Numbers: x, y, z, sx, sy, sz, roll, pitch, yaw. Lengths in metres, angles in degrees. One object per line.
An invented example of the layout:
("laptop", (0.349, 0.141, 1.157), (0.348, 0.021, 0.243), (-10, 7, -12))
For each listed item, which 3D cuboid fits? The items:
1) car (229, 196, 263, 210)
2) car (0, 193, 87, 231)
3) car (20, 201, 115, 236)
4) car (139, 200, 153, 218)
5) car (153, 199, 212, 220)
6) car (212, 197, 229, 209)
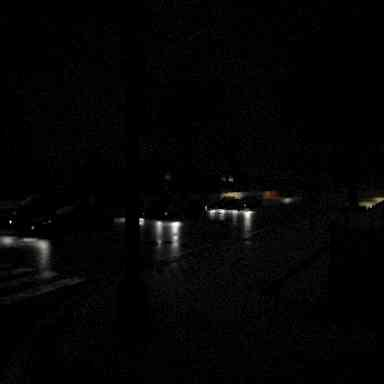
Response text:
("car", (6.419, 1.202, 37.328), (1.837, 1.490, 4.892), (0, 2, 33))
("car", (-8.678, 1.101, 19.751), (2.150, 2.045, 5.566), (0, 0, 35))
("car", (-6.201, 1.398, 17.608), (1.812, 1.442, 4.674), (0, 0, 34))
("car", (-3.345, 1.395, 28.130), (1.994, 1.385, 4.181), (0, 0, 32))
("car", (-0.593, 1.326, 26.391), (1.837, 1.490, 4.892), (0, 1, 33))
("car", (4.192, 1.247, 39.883), (2.033, 1.411, 5.357), (0, 1, 33))
